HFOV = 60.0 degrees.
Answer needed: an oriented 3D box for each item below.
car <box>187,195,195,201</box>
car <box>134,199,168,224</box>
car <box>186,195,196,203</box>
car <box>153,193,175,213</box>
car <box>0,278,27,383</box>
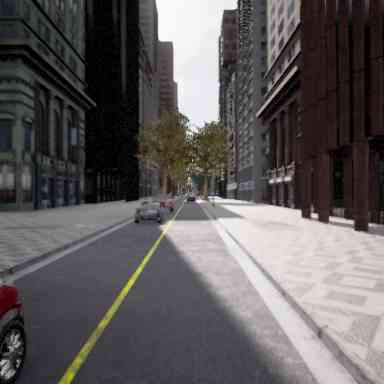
[{"bbox_3d":[-0.179,1.429,81.441,1.994,1.385,4.181,0,0,0],"label":"car"},{"bbox_3d":[-3.071,1.510,24.861,1.837,1.490,4.892,0,-1,0],"label":"car"},{"bbox_3d":[-0.156,1.472,70.987,1.882,1.535,5.008,0,0,0],"label":"car"},{"bbox_3d":[-3.082,1.135,37.201,2.150,2.045,5.566,0,0,0],"label":"car"},{"bbox_3d":[-3.102,1.360,2.226,2.097,1.767,4.553,0,0,0],"label":"car"}]
